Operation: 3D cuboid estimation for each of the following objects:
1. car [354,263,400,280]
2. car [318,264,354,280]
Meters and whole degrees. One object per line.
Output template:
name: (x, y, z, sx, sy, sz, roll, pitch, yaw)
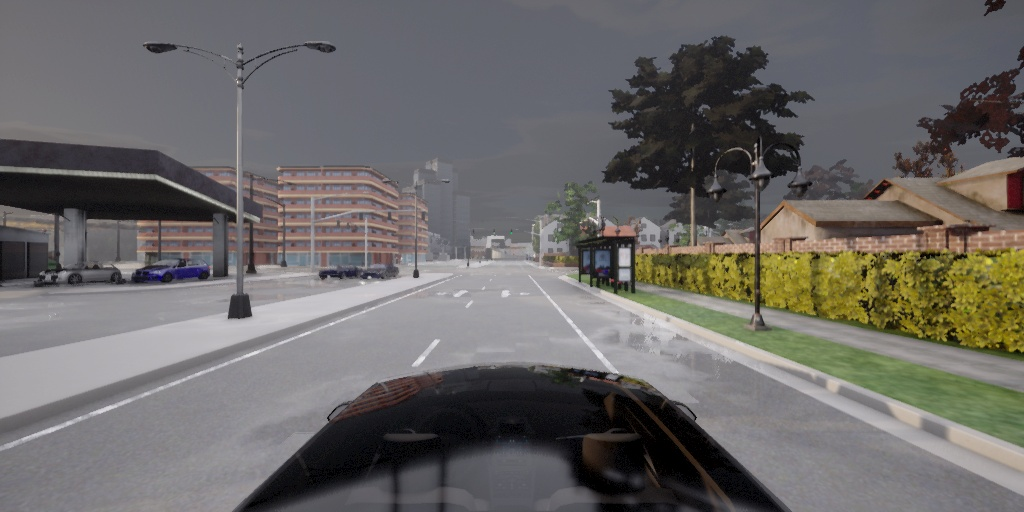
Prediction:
car: (-11.500, 1.349, 31.600, 2.033, 1.411, 5.357, 0, 0, 0)
car: (-15.000, 1.402, 31.570, 1.895, 1.301, 4.718, 0, 0, 0)
